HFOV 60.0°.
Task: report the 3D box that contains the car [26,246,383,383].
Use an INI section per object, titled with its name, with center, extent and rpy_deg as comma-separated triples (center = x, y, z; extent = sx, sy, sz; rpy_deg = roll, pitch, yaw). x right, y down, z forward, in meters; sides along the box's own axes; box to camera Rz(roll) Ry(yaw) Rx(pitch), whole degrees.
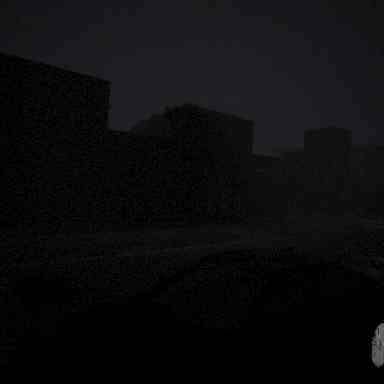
[car]
center = 0.713, 1.511, 4.113
extent = 5.008, 1.535, 1.882
rpy_deg = 1, -1, -37
